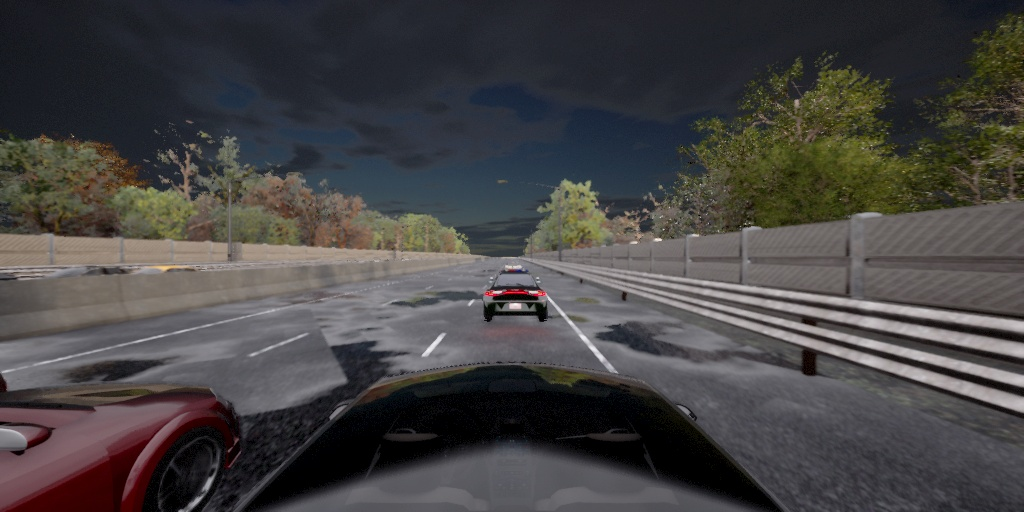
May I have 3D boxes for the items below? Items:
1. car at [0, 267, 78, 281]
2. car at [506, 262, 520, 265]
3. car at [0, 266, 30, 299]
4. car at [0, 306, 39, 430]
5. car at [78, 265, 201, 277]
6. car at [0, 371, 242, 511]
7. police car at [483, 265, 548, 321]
[{"bbox_3d":[-21.085,1.257,17.732,1.837,1.490,4.892,0,0,0],"label":"car"},{"bbox_3d":[0.108,1.361,44.311,1.895,1.301,4.718,0,0,0],"label":"car"},{"bbox_3d":[-24.590,1.257,15.154,1.837,1.490,4.892,0,0,0],"label":"car"},{"bbox_3d":[-6.899,1.314,2.386,1.994,1.385,4.181,0,0,0],"label":"car"},{"bbox_3d":[-17.585,1.231,17.910,1.882,1.535,5.008,0,0,0],"label":"car"},{"bbox_3d":[-3.401,1.314,1.457,1.994,1.385,4.181,0,0,0],"label":"car"},{"bbox_3d":[0.102,1.257,12.648,2.038,1.542,4.974,0,0,0],"label":"police car"}]
